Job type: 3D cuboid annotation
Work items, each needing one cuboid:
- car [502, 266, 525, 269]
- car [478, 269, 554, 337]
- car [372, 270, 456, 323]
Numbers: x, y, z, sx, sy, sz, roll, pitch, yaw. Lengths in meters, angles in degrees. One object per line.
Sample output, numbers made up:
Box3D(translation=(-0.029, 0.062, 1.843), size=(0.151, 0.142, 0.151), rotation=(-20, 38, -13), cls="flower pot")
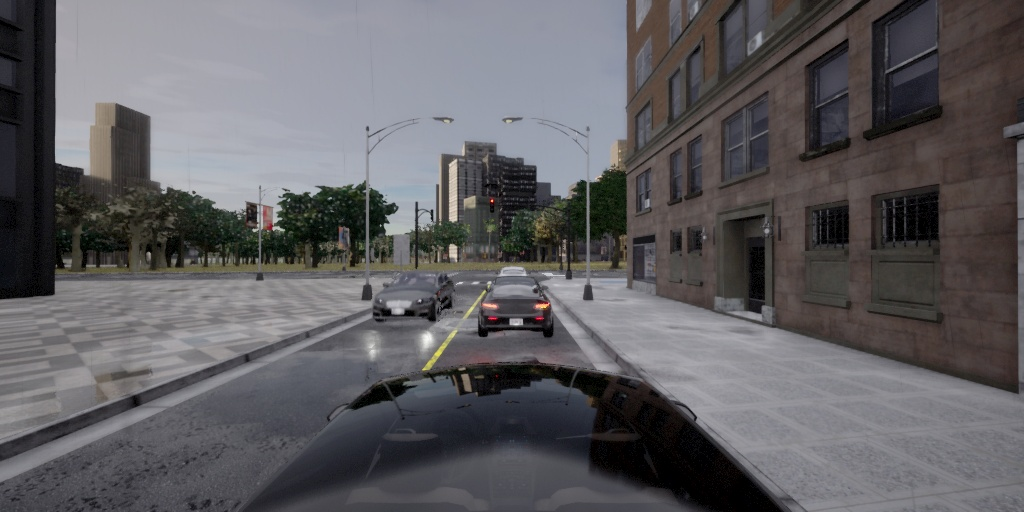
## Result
Box3D(translation=(0.064, 1.277, 19.208), size=(1.812, 1.442, 4.674), rotation=(0, 0, 0), cls="car")
Box3D(translation=(0.083, 1.276, 10.148), size=(1.812, 1.442, 4.674), rotation=(0, 0, 0), cls="car")
Box3D(translation=(-3.102, 1.243, 12.209), size=(2.128, 1.511, 4.902), rotation=(0, 0, 0), cls="car")
